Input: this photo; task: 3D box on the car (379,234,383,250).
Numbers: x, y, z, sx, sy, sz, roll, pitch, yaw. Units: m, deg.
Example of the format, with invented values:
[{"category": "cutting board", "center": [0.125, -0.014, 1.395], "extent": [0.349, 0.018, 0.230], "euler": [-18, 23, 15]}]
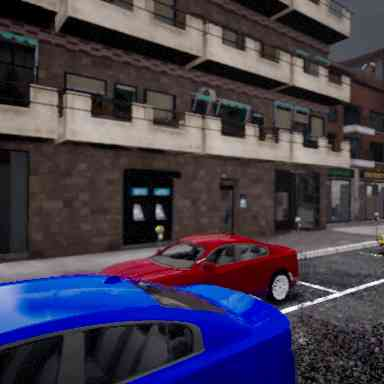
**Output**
[{"category": "car", "center": [9.140, 1.620, 13.088], "extent": [4.829, 1.417, 1.752], "euler": [0, 0, -36]}]

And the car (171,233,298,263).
[{"category": "car", "center": [0.291, 1.570, 6.766], "extent": [4.507, 1.381, 1.887], "euler": [0, 0, -36]}]

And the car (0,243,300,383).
[{"category": "car", "center": [-1.367, 1.479, 2.395], "extent": [5.008, 1.535, 1.882], "euler": [1, 0, -35]}]
